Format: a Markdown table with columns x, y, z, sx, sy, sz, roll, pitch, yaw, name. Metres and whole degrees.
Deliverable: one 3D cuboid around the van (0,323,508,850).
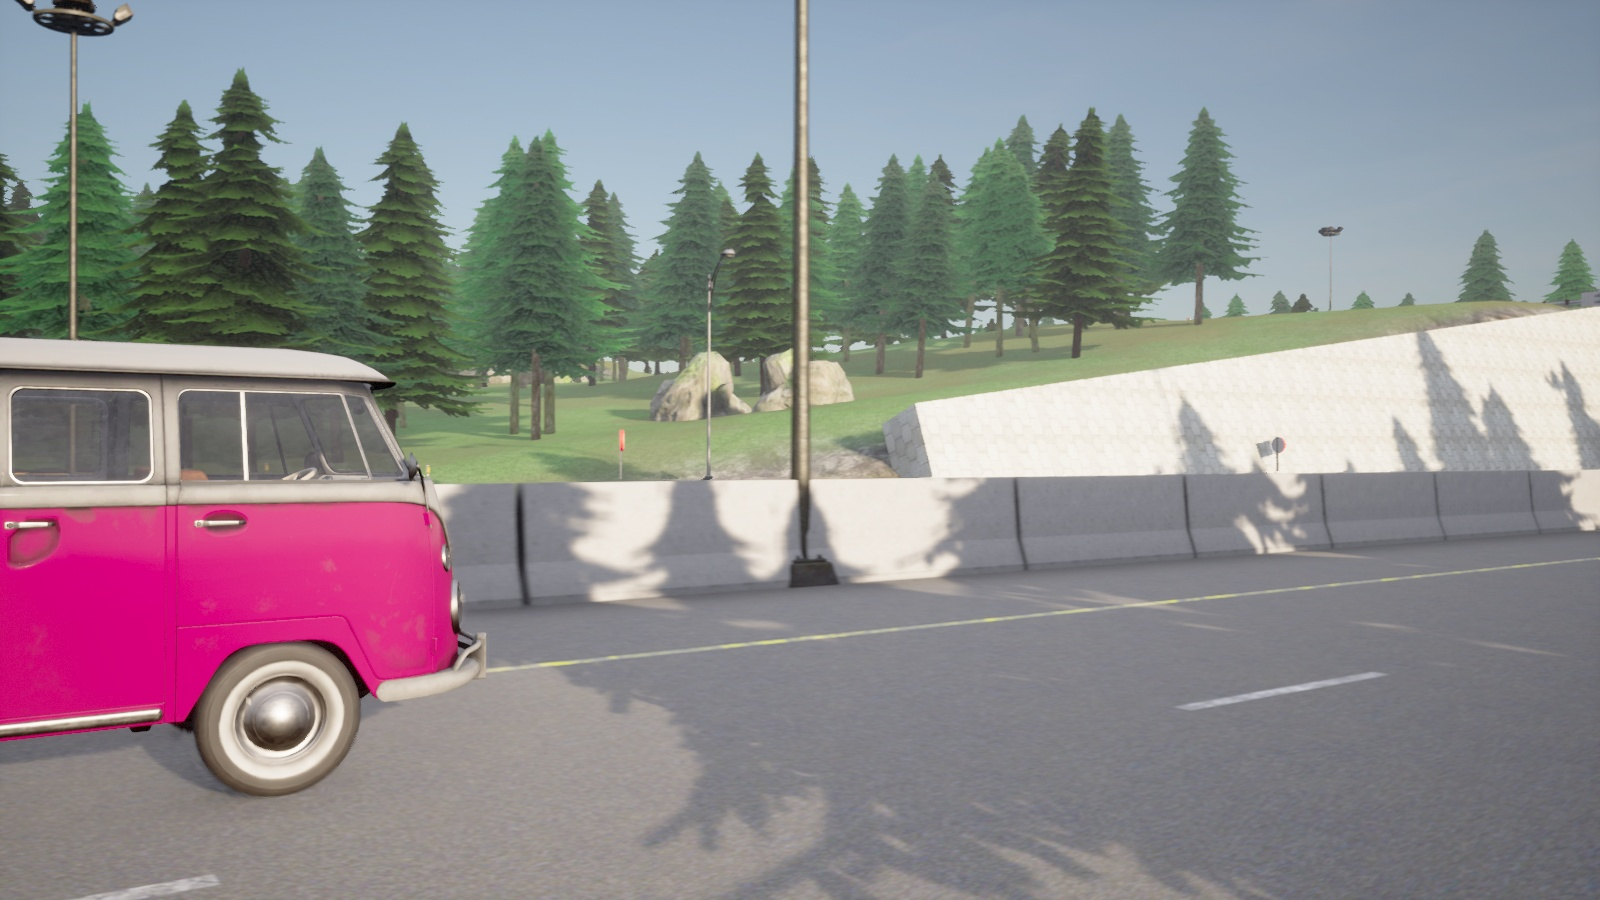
| x | y | z | sx | sy | sz | roll | pitch | yaw | name |
| --- | --- | --- | --- | --- | --- | --- | --- | --- | --- |
| -3.699 | 0.518 | 5.349 | 4.442 | 1.987 | 1.775 | 0 | 0 | -35 | van |
